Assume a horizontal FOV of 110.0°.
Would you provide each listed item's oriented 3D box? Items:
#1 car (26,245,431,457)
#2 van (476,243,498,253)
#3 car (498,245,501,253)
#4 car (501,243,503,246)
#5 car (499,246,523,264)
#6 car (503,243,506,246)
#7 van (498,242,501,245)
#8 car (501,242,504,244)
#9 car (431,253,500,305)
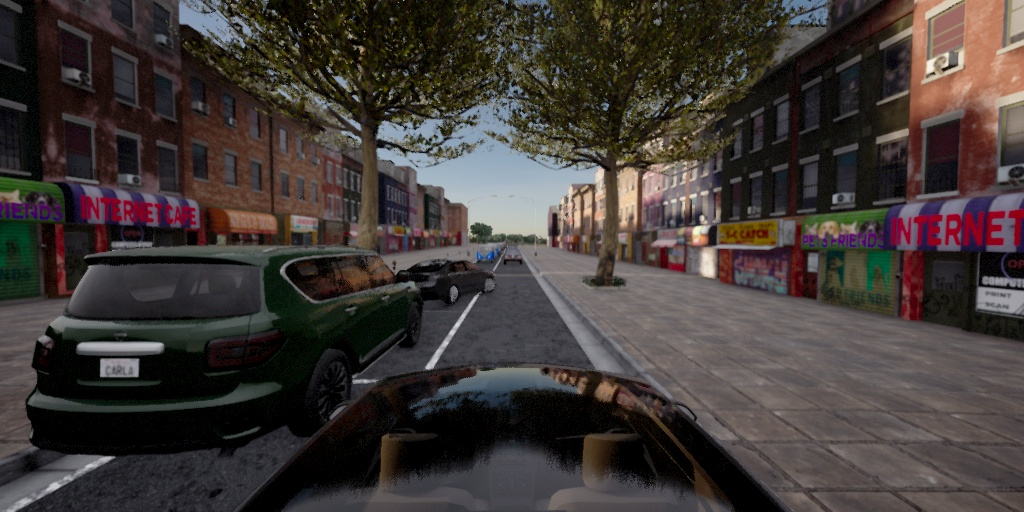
[{"bbox_3d":[-2.981,0.848,5.408,2.150,2.045,5.566,0,2,0],"label":"car"},{"bbox_3d":[-2.633,-0.235,35.790,1.690,1.789,3.998,0,0,0],"label":"van"},{"bbox_3d":[-2.632,-0.283,41.332,2.007,1.370,4.403,0,0,0],"label":"car"},{"bbox_3d":[-2.630,-0.821,52.412,1.948,1.339,4.313,0,0,0],"label":"car"},{"bbox_3d":[0.092,-0.008,35.333,2.033,1.411,5.357,0,3,0],"label":"car"},{"bbox_3d":[0.081,-0.795,51.890,1.994,1.385,4.181,0,3,0],"label":"car"},{"bbox_3d":[-2.631,-0.763,46.872,1.690,1.789,3.998,0,0,0],"label":"van"},{"bbox_3d":[-2.630,-1.098,57.946,1.802,1.307,4.207,0,0,0],"label":"car"},{"bbox_3d":[-2.282,0.835,13.525,1.837,1.490,4.892,0,2,21],"label":"car"}]
